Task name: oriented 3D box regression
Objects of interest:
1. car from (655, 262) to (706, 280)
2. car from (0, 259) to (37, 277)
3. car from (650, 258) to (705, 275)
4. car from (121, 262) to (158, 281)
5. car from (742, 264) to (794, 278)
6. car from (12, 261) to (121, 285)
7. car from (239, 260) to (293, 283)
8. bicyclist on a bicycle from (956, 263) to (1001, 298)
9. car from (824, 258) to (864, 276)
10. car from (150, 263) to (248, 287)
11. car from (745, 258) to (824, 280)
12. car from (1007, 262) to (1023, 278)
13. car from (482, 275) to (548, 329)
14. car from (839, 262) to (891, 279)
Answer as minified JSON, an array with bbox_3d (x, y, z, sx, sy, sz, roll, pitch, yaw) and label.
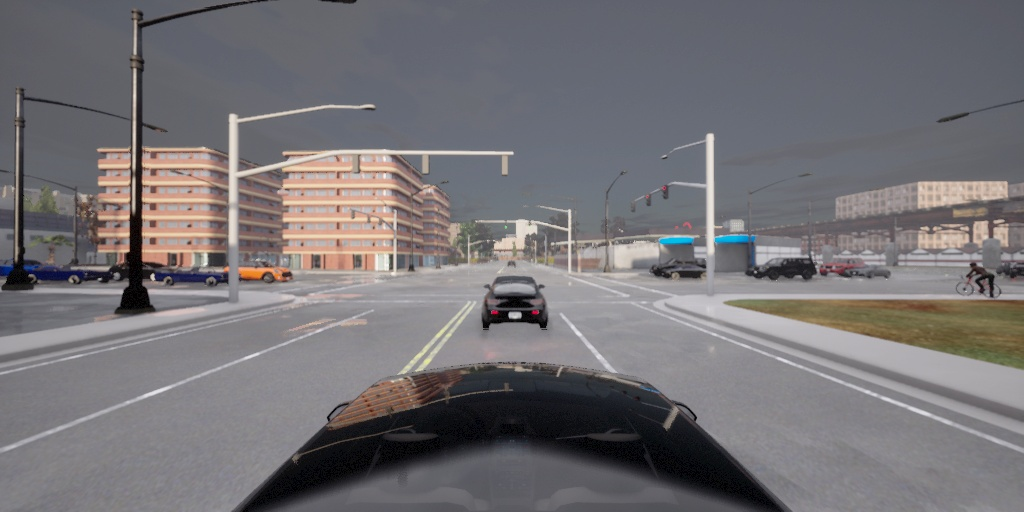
[{"bbox_3d":[16.113,1.507,33.530,4.181,1.385,1.994,0,0,0],"label":"car"},{"bbox_3d":[-38.161,0.981,27.967,5.008,1.535,1.882,1,0,1],"label":"car"},{"bbox_3d":[17.203,1.185,36.965,5.566,2.045,2.150,0,0,1],"label":"car"},{"bbox_3d":[-28.228,1.180,27.772,4.892,1.490,1.837,1,0,1],"label":"car"},{"bbox_3d":[26.603,1.529,37.314,4.181,1.385,1.994,0,0,-8],"label":"car"},{"bbox_3d":[-30.067,1.226,24.305,4.718,1.301,1.895,1,0,1],"label":"car"},{"bbox_3d":[-19.452,1.144,27.604,4.553,1.767,2.097,1,0,1],"label":"car"},{"bbox_3d":[21.916,1.142,16.878,0.582,1.620,1.656,0,-1,0],"label":"bicyclist on a bicycle"},{"bbox_3d":[36.642,1.201,39.687,5.566,2.045,2.150,0,0,-22],"label":"car"},{"bbox_3d":[-20.952,1.357,24.135,4.718,1.301,1.895,1,0,2],"label":"car"},{"bbox_3d":[25.466,1.165,33.658,5.566,2.045,2.150,0,0,-5],"label":"car"},{"bbox_3d":[50.519,1.429,35.121,5.008,1.535,1.882,0,0,-33],"label":"car"},{"bbox_3d":[0.078,1.334,11.352,1.812,1.442,4.674,0,0,0],"label":"car"},{"bbox_3d":[35.261,1.519,35.591,4.181,1.385,1.994,0,0,-18],"label":"car"}]
